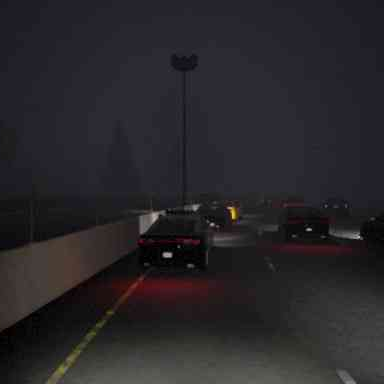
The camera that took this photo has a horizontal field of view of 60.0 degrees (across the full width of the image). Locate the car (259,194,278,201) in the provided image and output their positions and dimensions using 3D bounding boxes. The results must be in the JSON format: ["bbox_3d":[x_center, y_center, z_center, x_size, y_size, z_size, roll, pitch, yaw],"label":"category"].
[{"bbox_3d":[17.575,1.310,75.985,2.128,1.511,4.902,0,0,43],"label":"car"}]

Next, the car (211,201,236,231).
[{"bbox_3d":[1.347,1.433,20.409,1.882,1.535,5.008,0,0,13],"label":"car"}]

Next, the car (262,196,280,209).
[{"bbox_3d":[10.554,1.260,42.642,2.097,1.767,4.553,0,0,29],"label":"car"}]

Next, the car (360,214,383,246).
[{"bbox_3d":[8.440,1.534,13.519,1.994,1.385,4.181,0,0,9],"label":"car"}]

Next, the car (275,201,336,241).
[{"bbox_3d":[5.404,1.442,16.503,1.882,1.535,5.008,0,0,10],"label":"car"}]

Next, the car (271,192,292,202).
[{"bbox_3d":[19.832,1.016,73.272,2.150,2.045,5.566,0,0,43],"label":"car"}]

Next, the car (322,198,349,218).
[{"bbox_3d":[12.903,1.287,30.082,2.097,1.767,4.553,0,0,20],"label":"car"}]

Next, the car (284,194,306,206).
[{"bbox_3d":[16.382,1.238,52.747,2.097,1.767,4.553,0,0,36],"label":"car"}]

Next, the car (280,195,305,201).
[{"bbox_3d":[10.337,1.281,33.120,2.097,1.767,4.553,0,0,21],"label":"car"}]

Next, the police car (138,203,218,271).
[{"bbox_3d":[-0.307,1.401,11.084,1.930,1.638,5.238,0,0,7],"label":"police car"}]

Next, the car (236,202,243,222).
[{"bbox_3d":[2.793,1.422,25.974,1.882,1.535,5.008,0,0,16],"label":"car"}]

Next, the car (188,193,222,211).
[{"bbox_3d":[1.698,1.134,40.228,2.150,2.045,5.566,0,0,24],"label":"car"}]

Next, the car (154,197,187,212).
[{"bbox_3d":[-2.405,1.392,39.413,1.882,1.535,5.008,0,0,23],"label":"car"}]
